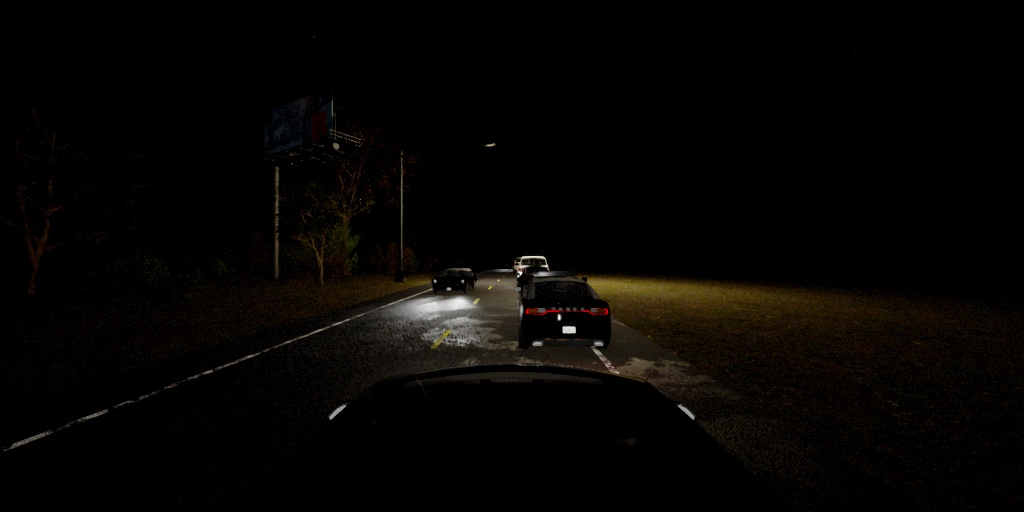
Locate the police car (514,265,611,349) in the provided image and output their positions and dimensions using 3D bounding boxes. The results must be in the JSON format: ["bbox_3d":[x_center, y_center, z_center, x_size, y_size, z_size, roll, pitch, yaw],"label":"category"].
[{"bbox_3d":[1.099,1.184,9.297,1.930,1.638,5.238,0,0,1],"label":"police car"}]

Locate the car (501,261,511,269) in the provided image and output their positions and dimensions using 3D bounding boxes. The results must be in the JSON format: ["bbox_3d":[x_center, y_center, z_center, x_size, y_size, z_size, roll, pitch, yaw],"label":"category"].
[{"bbox_3d":[-0.839,1.639,64.806,2.128,1.511,4.902,0,-1,5],"label":"car"}]

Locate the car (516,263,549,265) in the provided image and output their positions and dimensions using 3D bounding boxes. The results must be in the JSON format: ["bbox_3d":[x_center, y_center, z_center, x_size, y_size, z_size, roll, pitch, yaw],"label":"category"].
[{"bbox_3d":[1.276,1.296,19.152,1.837,1.490,4.892,0,0,1],"label":"car"}]

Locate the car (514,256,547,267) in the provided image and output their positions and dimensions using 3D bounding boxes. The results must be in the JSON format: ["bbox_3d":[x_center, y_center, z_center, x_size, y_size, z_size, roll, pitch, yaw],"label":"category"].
[{"bbox_3d":[1.444,1.044,25.161,2.150,2.045,5.566,0,0,2],"label":"car"}]

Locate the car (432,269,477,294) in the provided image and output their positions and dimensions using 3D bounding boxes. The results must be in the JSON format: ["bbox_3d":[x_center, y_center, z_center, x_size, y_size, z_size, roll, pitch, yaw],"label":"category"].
[{"bbox_3d":[-3.207,1.399,20.684,1.895,1.301,4.718,0,0,2],"label":"car"}]

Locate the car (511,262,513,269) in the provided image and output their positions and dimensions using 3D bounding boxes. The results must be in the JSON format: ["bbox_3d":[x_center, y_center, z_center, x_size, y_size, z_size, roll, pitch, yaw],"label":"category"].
[{"bbox_3d":[1.391,1.203,46.506,2.150,2.045,5.566,0,0,4],"label":"car"}]
